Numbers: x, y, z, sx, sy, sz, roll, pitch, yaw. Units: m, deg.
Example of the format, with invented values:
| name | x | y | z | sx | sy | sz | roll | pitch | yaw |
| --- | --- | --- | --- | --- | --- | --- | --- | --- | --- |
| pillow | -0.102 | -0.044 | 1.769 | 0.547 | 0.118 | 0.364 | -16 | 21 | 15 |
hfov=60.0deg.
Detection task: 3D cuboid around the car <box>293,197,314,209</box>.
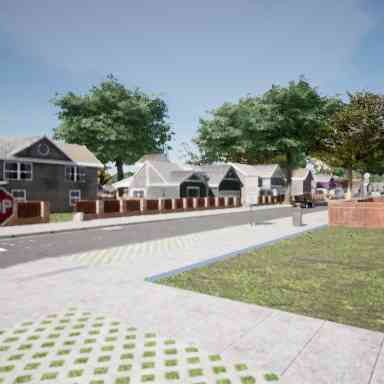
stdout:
| name | x | y | z | sx | sy | sz | roll | pitch | yaw |
| --- | --- | --- | --- | --- | --- | --- | --- | --- | --- |
| car | 15.424 | 1.451 | 45.894 | 1.837 | 1.490 | 4.892 | 0 | 0 | 36 |
